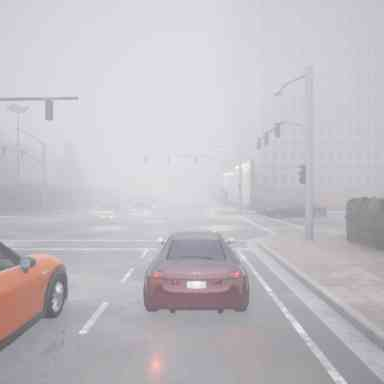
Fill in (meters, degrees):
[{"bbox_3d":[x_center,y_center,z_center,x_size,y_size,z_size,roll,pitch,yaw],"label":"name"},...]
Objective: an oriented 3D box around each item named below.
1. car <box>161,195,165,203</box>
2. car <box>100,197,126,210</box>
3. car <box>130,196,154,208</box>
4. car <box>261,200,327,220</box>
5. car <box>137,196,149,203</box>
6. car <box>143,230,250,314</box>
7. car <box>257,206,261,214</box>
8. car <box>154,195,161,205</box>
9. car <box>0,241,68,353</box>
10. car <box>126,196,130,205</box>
[{"bbox_3d":[-6.889,1.354,71.439,2.097,1.767,4.553,0,0,0],"label":"car"},{"bbox_3d":[-10.535,1.490,43.552,2.128,1.511,4.902,0,0,1],"label":"car"},{"bbox_3d":[-7.012,1.351,47.151,2.097,1.767,4.553,0,0,0],"label":"car"},{"bbox_3d":[8.669,1.532,27.878,5.008,1.535,1.882,0,0,-2],"label":"car"},{"bbox_3d":[-10.390,1.594,70.606,1.895,1.301,4.718,0,0,0],"label":"car"},{"bbox_3d":[0.090,1.564,7.720,1.994,1.385,4.181,0,0,0],"label":"car"},{"bbox_3d":[8.653,1.532,31.466,5.008,1.535,1.882,0,0,0],"label":"car"},{"bbox_3d":[-6.990,1.504,57.164,1.837,1.490,4.892,0,0,0],"label":"car"},{"bbox_3d":[-3.432,1.352,4.547,2.097,1.767,4.553,0,0,1],"label":"car"},{"bbox_3d":[-10.498,1.476,55.665,1.882,1.535,5.008,0,0,0],"label":"car"}]
